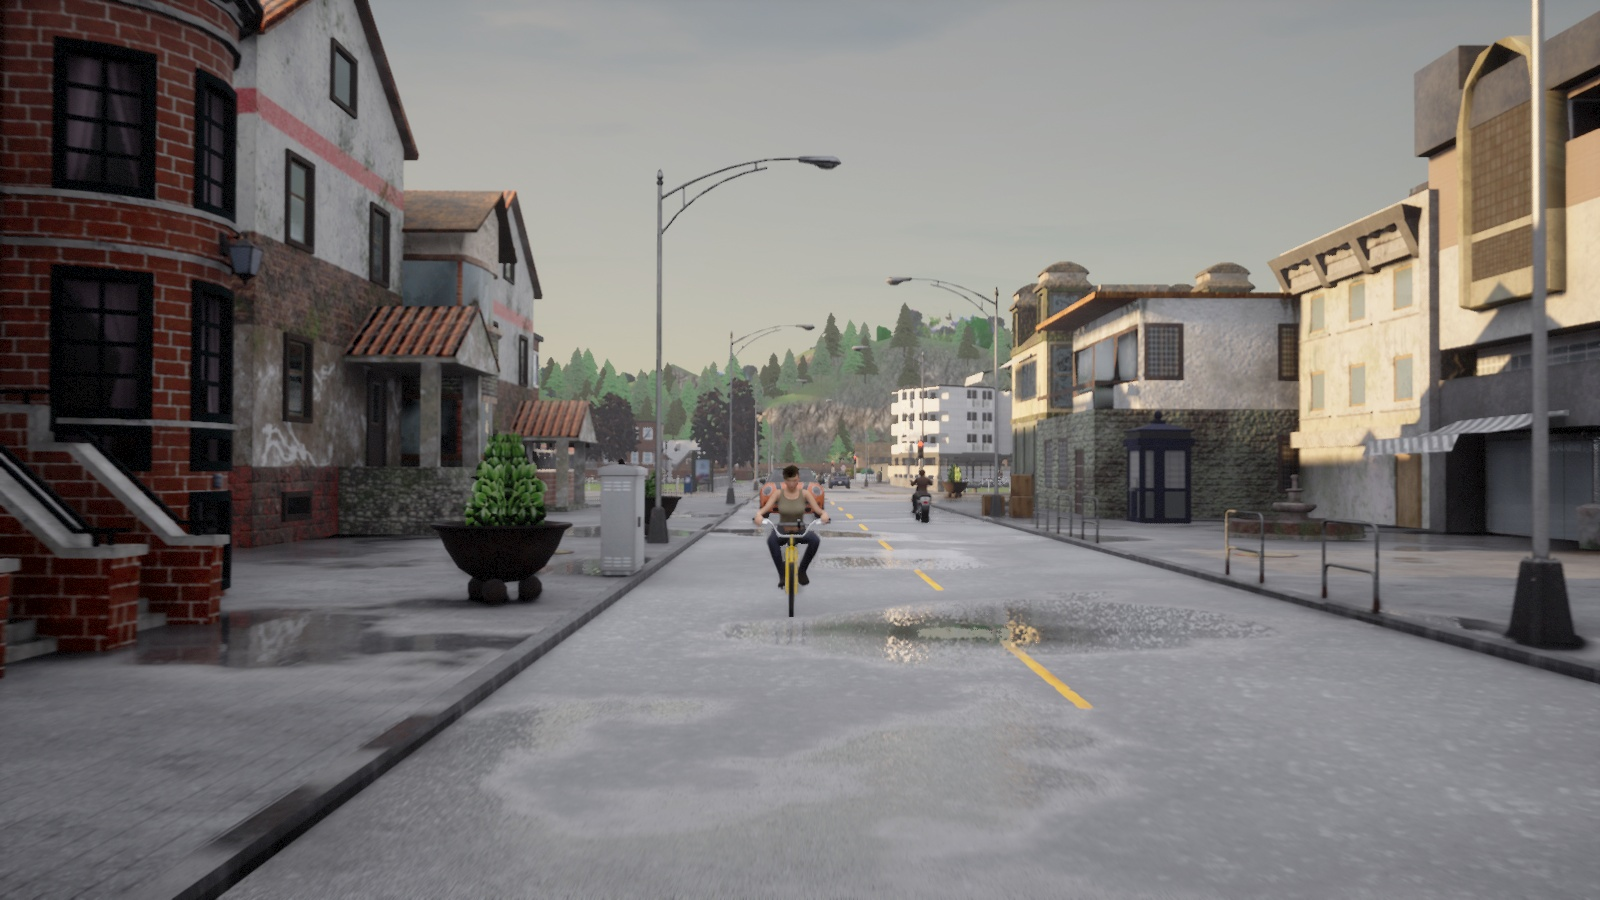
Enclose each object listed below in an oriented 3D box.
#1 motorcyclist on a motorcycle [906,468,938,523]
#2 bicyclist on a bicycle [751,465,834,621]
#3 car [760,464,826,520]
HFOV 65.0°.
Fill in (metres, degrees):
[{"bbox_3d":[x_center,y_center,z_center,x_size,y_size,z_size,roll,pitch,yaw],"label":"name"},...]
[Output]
[{"bbox_3d":[3.774,1.387,38.989,0.766,1.649,2.350,0,-1,0],"label":"motorcyclist on a motorcycle"},{"bbox_3d":[-0.082,0.977,13.818,0.866,1.612,1.509,0,-1,0],"label":"bicyclist on a bicycle"},{"bbox_3d":[-0.246,1.364,42.228,2.097,1.767,4.553,0,-1,0],"label":"car"}]
